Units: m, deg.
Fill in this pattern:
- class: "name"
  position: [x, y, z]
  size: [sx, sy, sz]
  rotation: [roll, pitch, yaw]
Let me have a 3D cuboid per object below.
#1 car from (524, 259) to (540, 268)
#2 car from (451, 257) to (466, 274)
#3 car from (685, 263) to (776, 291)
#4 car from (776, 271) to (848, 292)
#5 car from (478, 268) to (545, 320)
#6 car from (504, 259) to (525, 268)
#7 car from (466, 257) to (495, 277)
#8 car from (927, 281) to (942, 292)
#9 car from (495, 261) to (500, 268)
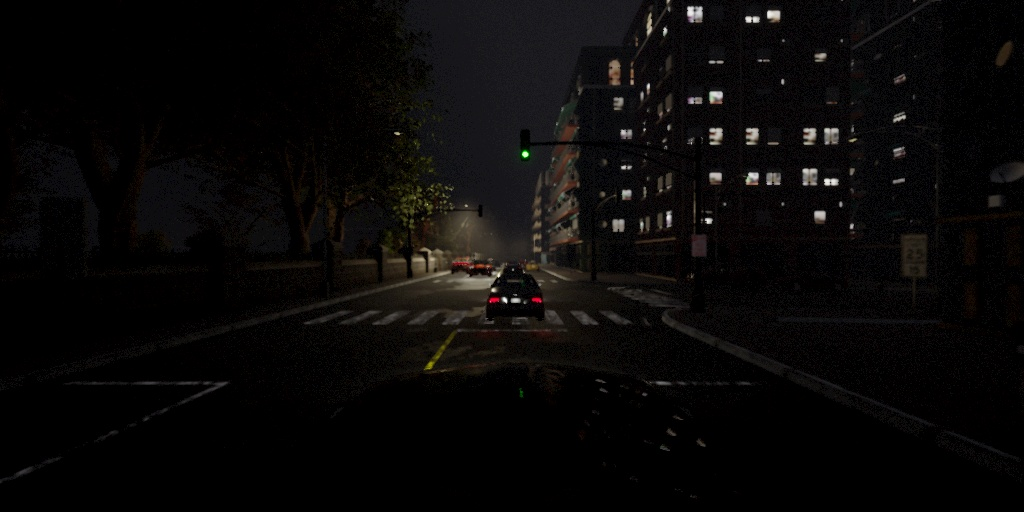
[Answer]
- class: "car"
  position: [2.698, 1.307, 46.821]
  size: [1.751, 1.417, 4.829]
  rotation: [0, 0, 0]
- class: "car"
  position: [-5.683, 1.090, 41.117]
  size: [2.192, 1.841, 5.009]
  rotation: [0, 0, 0]
- class: "car"
  position: [14.602, 1.351, 24.529]
  size: [5.009, 1.841, 2.192]
  rotation: [0, 0, 0]
- class: "car"
  position: [20.297, 1.684, 24.546]
  size: [4.507, 1.381, 1.888]
  rotation: [0, 0, 0]
- class: "car"
  position: [0.102, 1.302, 12.615]
  size: [2.033, 1.411, 5.357]
  rotation: [0, 0, 0]
- class: "car"
  position: [0.106, 1.337, 38.150]
  size: [1.994, 1.385, 4.181]
  rotation: [0, 0, 0]
- class: "car"
  position: [-3.066, 1.123, 35.811]
  size: [2.097, 1.767, 4.553]
  rotation: [0, 0, 0]
- class: "car"
  position: [31.519, 1.871, 24.579]
  size: [4.829, 1.417, 1.751]
  rotation: [0, 0, 0]
- class: "car"
  position: [-3.080, 1.272, 47.881]
  size: [2.128, 1.511, 4.902]
  rotation: [0, 0, 0]
